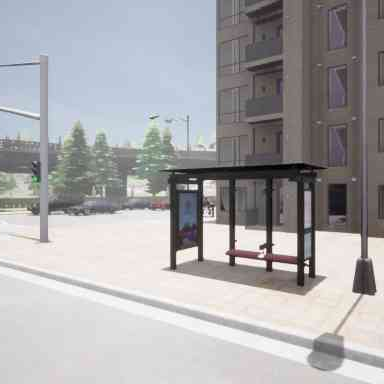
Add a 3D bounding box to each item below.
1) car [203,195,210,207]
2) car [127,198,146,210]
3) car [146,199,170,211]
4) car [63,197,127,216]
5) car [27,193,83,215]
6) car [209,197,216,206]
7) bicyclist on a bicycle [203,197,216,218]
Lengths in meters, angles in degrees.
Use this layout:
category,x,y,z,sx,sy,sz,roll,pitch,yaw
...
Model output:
category,x,y,z,sx,sy,sz,roll,pitch,yaw
car,0.933,1.296,48.018,4.553,1.767,2.097,0,0,-33
car,-6.685,1.492,41.310,2.033,1.411,5.357,0,0,40
car,-2.868,1.545,40.327,1.895,1.301,4.718,0,0,43
car,-9.318,1.492,32.392,2.033,1.411,5.357,0,0,37
car,-13.250,1.166,32.941,2.150,2.045,5.566,0,0,37
car,5.358,1.448,46.784,4.892,1.490,1.837,0,0,-29
bicyclist on a bicycle,1.295,1.245,26.646,1.656,1.620,0.582,0,0,36
